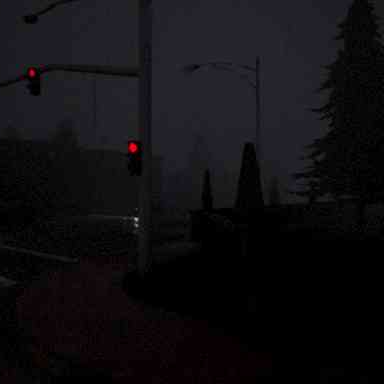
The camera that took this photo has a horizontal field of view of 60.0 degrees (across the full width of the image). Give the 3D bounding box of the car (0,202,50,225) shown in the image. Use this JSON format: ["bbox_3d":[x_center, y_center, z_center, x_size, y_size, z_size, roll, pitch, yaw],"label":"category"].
[{"bbox_3d":[-11.694,1.464,21.452,1.837,1.490,4.892,0,0,35],"label":"car"}]

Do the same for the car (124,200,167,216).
[{"bbox_3d":[-4.329,1.486,31.776,1.812,1.442,4.674,0,1,37],"label":"car"}]
